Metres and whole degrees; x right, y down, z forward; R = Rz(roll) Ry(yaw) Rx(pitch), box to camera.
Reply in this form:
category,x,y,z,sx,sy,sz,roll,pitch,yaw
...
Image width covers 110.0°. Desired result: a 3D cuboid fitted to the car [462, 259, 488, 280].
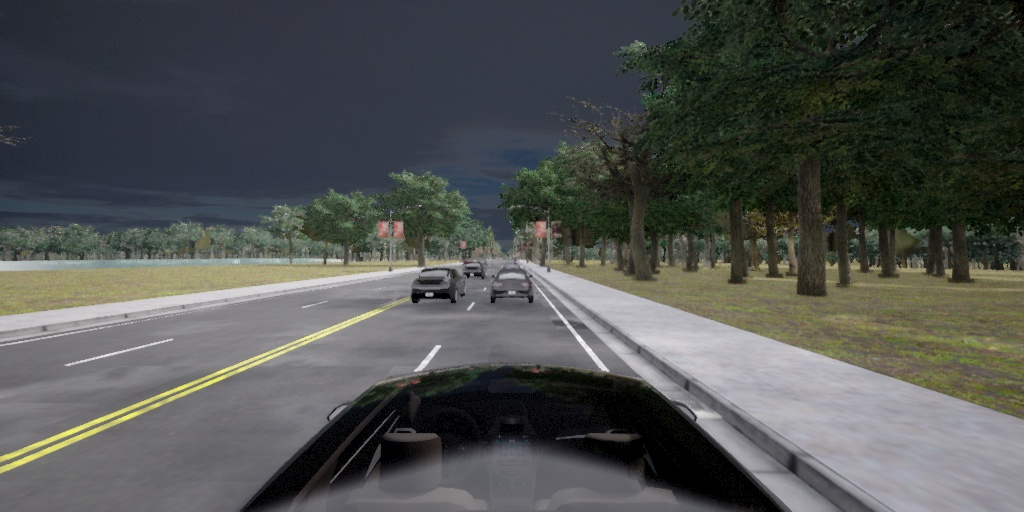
category,x,y,z,sx,sy,sz,roll,pitch,yaw
car,-3.250,1.275,31.506,1.837,1.490,4.892,0,0,0

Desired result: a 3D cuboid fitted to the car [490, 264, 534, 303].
category,x,y,z,sx,sy,sz,roll,pitch,yaw
car,0.000,1.287,16.502,1.812,1.442,4.674,0,0,0

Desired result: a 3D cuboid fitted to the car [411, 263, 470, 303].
category,x,y,z,sx,sy,sz,roll,pitch,yaw
car,-3.250,1.271,16.502,1.837,1.490,4.892,0,0,0
